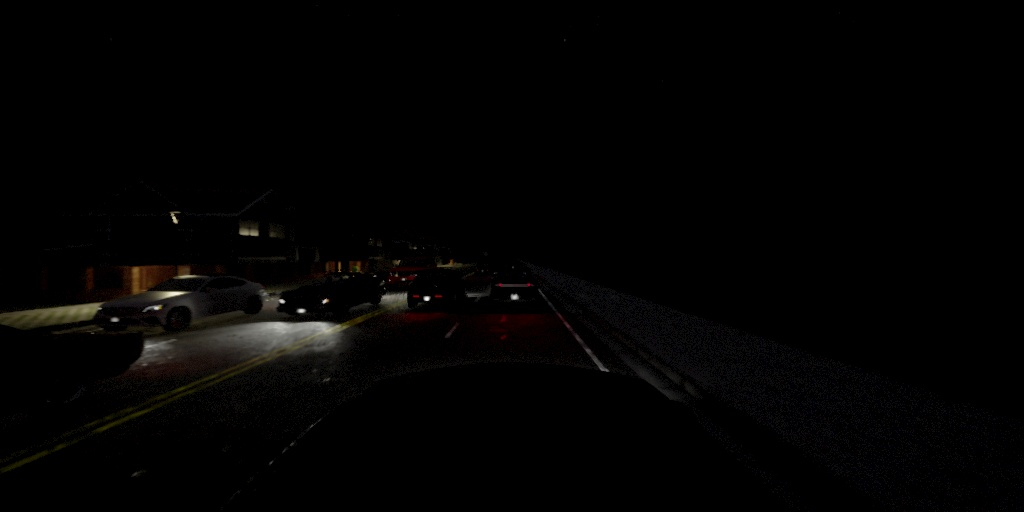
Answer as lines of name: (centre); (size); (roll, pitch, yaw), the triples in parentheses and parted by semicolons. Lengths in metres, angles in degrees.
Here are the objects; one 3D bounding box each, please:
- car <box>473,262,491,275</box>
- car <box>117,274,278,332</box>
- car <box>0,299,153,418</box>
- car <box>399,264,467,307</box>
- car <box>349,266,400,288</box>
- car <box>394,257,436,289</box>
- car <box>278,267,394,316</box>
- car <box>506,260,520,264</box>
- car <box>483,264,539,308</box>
car: (-3.153, 1.417, 40.739); (1.812, 1.442, 4.674); (0, 0, 0)
car: (-9.842, 1.310, 11.221); (1.812, 1.442, 4.674); (0, 0, 0)
car: (-6.596, 1.357, 3.241); (1.895, 1.301, 4.718); (0, 0, 0)
car: (-3.150, 1.307, 15.700); (1.837, 1.490, 4.892); (0, 0, 0)
car: (-9.772, 1.439, 25.902); (1.895, 1.301, 4.718); (0, 0, 0)
car: (-6.499, 1.055, 24.210); (2.150, 2.045, 5.566); (0, 0, 0)
car: (-6.583, 1.341, 13.878); (2.033, 1.411, 5.357); (0, 0, 0)
car: (0.102, 1.236, 38.871); (2.097, 1.767, 4.553); (0, 0, 0)
car: (0.100, 1.292, 15.521); (2.128, 1.511, 4.902); (0, 0, 0)
